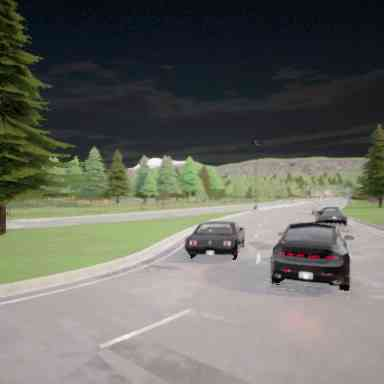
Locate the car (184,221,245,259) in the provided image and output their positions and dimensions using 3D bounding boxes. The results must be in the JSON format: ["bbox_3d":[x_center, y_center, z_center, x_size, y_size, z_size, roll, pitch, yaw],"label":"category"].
[{"bbox_3d":[1.128,1.845,13.683,1.895,1.301,4.718,-1,-1,13],"label":"car"}]

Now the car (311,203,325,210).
[{"bbox_3d":[16.539,2.102,42.871,1.812,1.442,4.674,-1,-1,21],"label":"car"}]

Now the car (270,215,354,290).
[{"bbox_3d":[3.506,1.643,9.654,1.837,1.490,4.892,0,-1,23],"label":"car"}]

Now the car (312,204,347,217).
[{"bbox_3d":[11.202,1.917,26.876,1.994,1.385,4.181,-1,-1,15],"label":"car"}]
